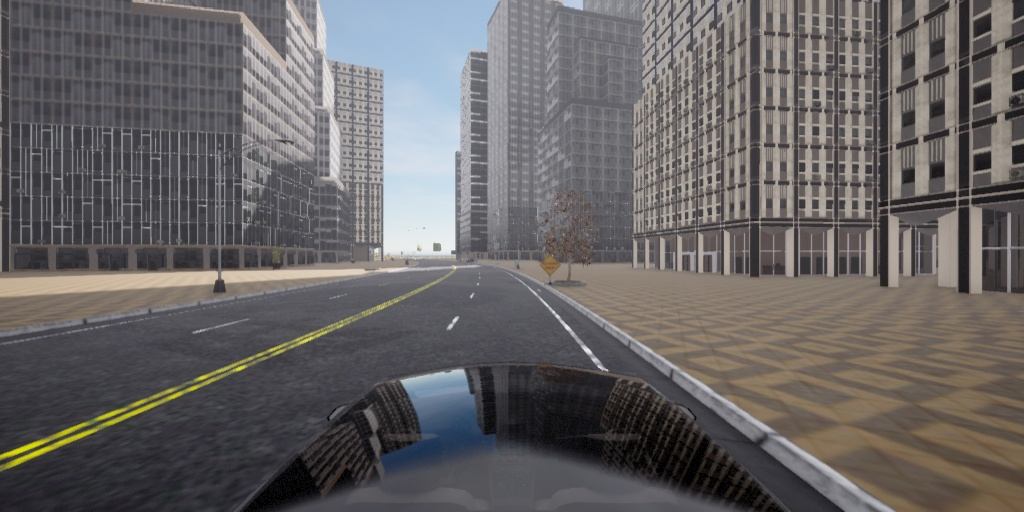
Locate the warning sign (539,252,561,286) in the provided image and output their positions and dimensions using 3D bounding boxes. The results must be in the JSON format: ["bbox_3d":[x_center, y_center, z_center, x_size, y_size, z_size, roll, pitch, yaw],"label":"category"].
[{"bbox_3d":[2.307,0.848,21.723,1.300,1.860,1.060,0,0,-3],"label":"warning sign"}]
